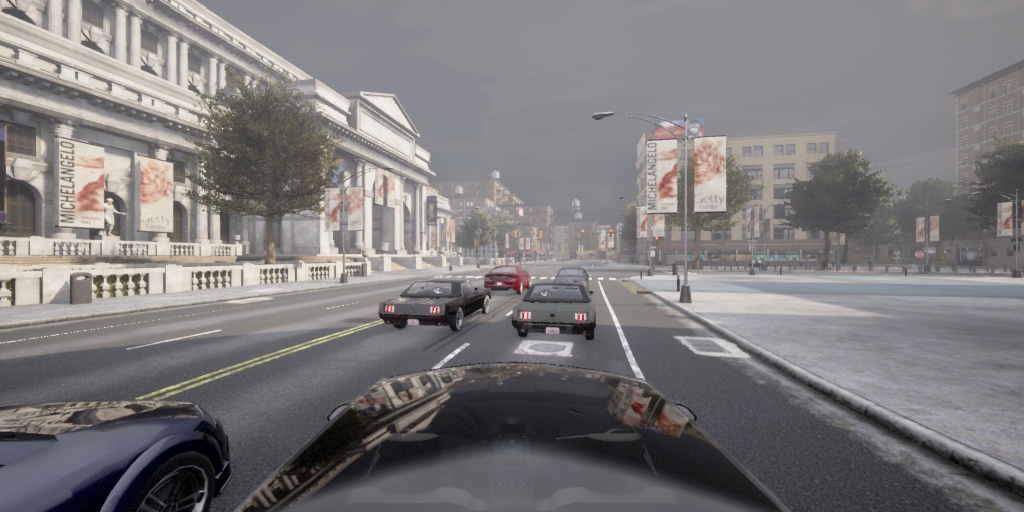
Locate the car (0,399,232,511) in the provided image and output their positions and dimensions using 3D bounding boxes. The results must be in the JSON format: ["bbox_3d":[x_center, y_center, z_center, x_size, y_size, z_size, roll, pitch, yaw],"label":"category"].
[{"bbox_3d":[-3.157,1.314,1.070,1.994,1.385,4.181,0,0,-2],"label":"car"}]

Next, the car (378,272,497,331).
[{"bbox_3d":[-2.019,1.351,11.058,1.895,1.301,4.718,0,0,11],"label":"car"}]

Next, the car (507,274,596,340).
[{"bbox_3d":[1.325,1.351,10.048,1.895,1.301,4.718,0,0,11],"label":"car"}]

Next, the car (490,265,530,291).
[{"bbox_3d":[-0.133,1.228,20.209,1.882,1.535,5.008,0,0,12],"label":"car"}]

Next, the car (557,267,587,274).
[{"bbox_3d":[3.260,1.297,19.398,2.033,1.411,5.357,0,0,12],"label":"car"}]
